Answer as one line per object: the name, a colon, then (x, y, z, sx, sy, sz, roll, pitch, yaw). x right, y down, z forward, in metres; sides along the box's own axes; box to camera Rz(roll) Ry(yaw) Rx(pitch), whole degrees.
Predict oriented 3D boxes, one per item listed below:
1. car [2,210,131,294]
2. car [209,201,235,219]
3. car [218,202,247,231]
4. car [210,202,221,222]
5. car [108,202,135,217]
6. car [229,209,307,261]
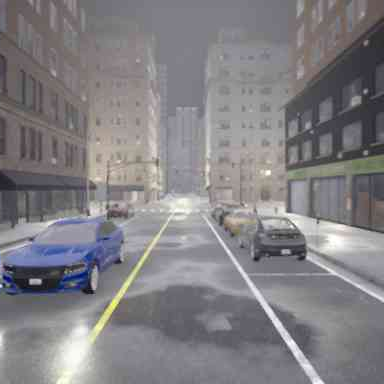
car: (-3.100, 1.481, 9.008, 1.882, 1.535, 5.008, 0, 0, -1)
car: (2.494, 1.528, 28.702, 1.802, 1.307, 4.206, -1, 0, -1)
car: (2.645, 1.488, 17.701, 1.752, 1.417, 4.829, -1, 0, -1)
car: (2.571, 1.521, 23.117, 1.947, 1.339, 4.313, -1, 0, -1)
car: (-6.051, 1.532, 28.582, 1.887, 1.381, 4.507, -1, 0, -1)
car: (2.724, 1.522, 11.946, 2.008, 1.369, 4.403, -1, 0, -1)
